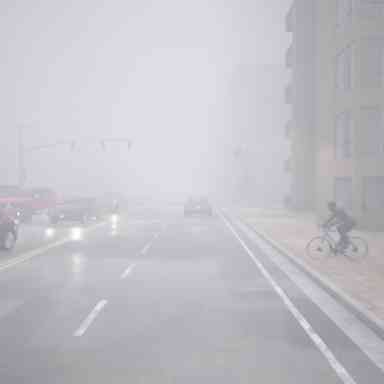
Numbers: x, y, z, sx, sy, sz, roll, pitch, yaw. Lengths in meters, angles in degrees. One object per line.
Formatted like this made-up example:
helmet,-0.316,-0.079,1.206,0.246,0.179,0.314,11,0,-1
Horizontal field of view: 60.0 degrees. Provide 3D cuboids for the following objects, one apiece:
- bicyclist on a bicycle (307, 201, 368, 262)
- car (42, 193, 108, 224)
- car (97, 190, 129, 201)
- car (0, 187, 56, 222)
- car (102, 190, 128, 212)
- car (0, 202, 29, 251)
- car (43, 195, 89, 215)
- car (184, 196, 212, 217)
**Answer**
bicyclist on a bicycle,3.917,1.083,8.945,1.656,1.620,0.582,0,1,1
car,-6.804,1.003,19.923,1.837,1.490,4.892,0,1,1
car,-10.901,0.415,45.974,4.181,1.385,1.994,1,2,35
car,-10.289,0.696,20.648,2.150,2.045,5.566,0,1,2
car,-6.628,0.726,27.127,2.097,1.767,4.553,0,1,1
car,-6.975,1.254,9.662,1.837,1.490,4.892,0,1,1
car,-10.129,0.972,27.123,1.895,1.301,4.718,0,1,1
car,0.428,0.971,24.033,1.994,1.385,4.181,0,1,1
